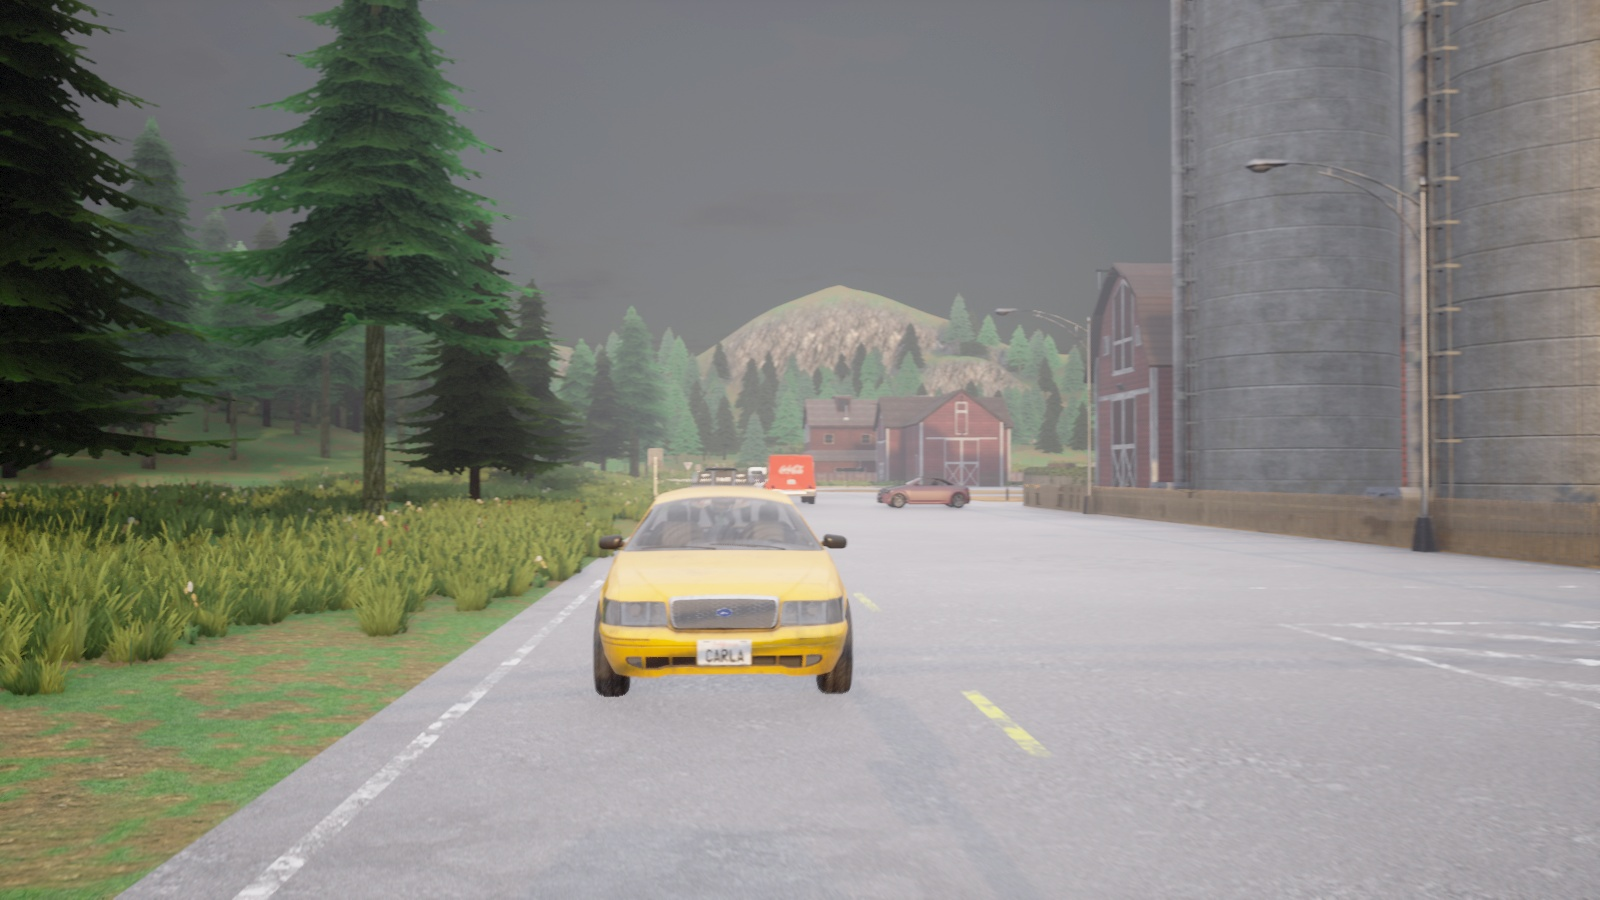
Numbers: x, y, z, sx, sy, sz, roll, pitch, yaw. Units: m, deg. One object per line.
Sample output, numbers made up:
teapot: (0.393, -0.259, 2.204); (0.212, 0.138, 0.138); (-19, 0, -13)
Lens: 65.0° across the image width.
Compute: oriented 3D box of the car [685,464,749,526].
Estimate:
car: (-2.656, 1.402, 40.328); (1.932, 1.855, 4.605); (0, -1, -4)

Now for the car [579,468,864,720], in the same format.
car: (-0.674, 0.957, 10.680); (1.801, 1.575, 5.366); (0, -1, -4)

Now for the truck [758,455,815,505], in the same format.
truck: (-0.756, 1.528, 64.337); (2.627, 2.467, 5.204); (0, -1, -4)
